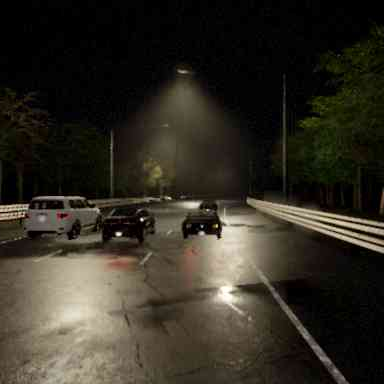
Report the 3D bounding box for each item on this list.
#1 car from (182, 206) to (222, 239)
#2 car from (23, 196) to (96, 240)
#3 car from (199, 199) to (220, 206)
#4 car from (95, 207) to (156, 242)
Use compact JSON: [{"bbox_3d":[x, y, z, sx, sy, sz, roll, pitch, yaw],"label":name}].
[{"bbox_3d":[0.564,1.612,17.539,1.895,1.301,4.718,0,0,3],"label":"car"},{"bbox_3d":[-6.455,1.228,17.264,2.150,2.045,5.566,0,0,2],"label":"car"},{"bbox_3d":[1.799,1.529,35.225,1.837,1.490,4.892,0,0,5],"label":"car"},{"bbox_3d":[-2.980,1.513,16.405,1.837,1.490,4.892,0,0,2],"label":"car"}]
